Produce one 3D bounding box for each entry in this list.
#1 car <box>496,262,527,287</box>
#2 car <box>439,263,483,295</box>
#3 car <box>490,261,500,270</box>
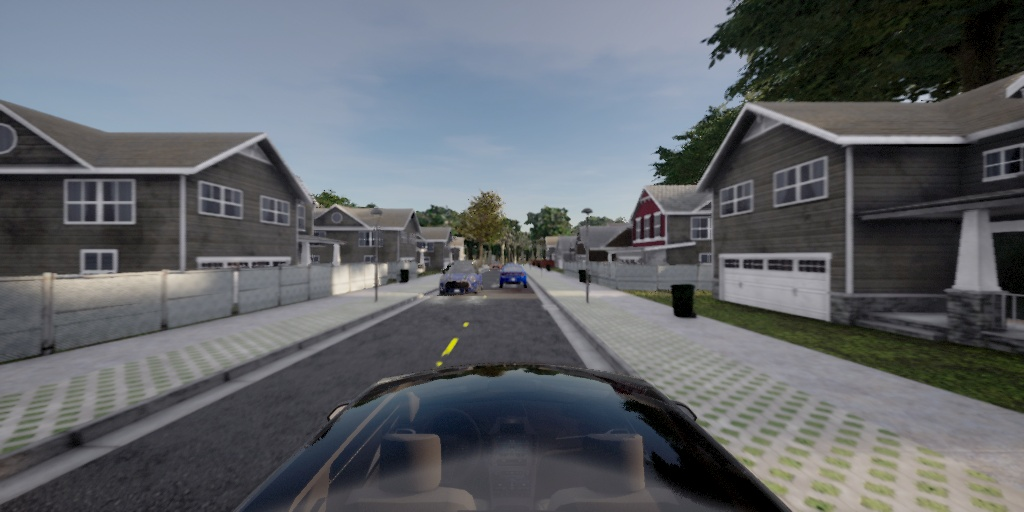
[{"bbox_3d":[0.084,1.397,26.068,1.882,1.535,5.008,0,0,0],"label":"car"},{"bbox_3d":[-2.860,1.234,20.894,2.097,1.767,4.553,0,0,0],"label":"car"},{"bbox_3d":[-2.783,1.637,63.725,2.097,1.767,4.553,0,-1,0],"label":"car"}]
